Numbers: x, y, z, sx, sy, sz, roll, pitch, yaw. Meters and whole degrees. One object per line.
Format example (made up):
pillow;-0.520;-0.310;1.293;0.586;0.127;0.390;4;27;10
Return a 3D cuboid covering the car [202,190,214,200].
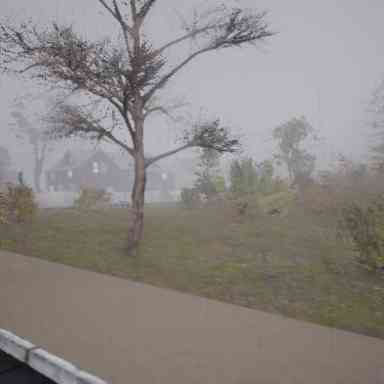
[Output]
car;3.644;0.405;48.384;1.882;1.535;5.008;-2;0;45
